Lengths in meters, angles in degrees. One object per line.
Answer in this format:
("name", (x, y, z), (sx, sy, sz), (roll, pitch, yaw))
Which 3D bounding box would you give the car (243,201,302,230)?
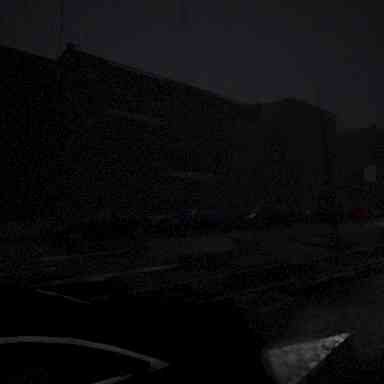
("car", (4.721, 1.418, 21.858), (4.553, 1.767, 2.185), (0, 0, -36))

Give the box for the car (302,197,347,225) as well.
("car", (9.211, 1.451, 25.078), (4.553, 1.767, 2.185), (0, 0, -36))

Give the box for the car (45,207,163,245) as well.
("car", (-4.178, 1.478, 15.477), (4.892, 1.521, 2.231), (0, 0, -36))

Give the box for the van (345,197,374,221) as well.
("van", (13.581, 1.383, 28.212), (4.442, 1.987, 1.878), (0, 0, -36))

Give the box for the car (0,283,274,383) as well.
("car", (-1.464, 1.493, 2.396), (4.902, 1.511, 2.128), (0, 0, -36))

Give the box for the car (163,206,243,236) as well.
("car", (0.308, 1.550, 18.695), (4.674, 1.452, 2.002), (0, 0, -36))
